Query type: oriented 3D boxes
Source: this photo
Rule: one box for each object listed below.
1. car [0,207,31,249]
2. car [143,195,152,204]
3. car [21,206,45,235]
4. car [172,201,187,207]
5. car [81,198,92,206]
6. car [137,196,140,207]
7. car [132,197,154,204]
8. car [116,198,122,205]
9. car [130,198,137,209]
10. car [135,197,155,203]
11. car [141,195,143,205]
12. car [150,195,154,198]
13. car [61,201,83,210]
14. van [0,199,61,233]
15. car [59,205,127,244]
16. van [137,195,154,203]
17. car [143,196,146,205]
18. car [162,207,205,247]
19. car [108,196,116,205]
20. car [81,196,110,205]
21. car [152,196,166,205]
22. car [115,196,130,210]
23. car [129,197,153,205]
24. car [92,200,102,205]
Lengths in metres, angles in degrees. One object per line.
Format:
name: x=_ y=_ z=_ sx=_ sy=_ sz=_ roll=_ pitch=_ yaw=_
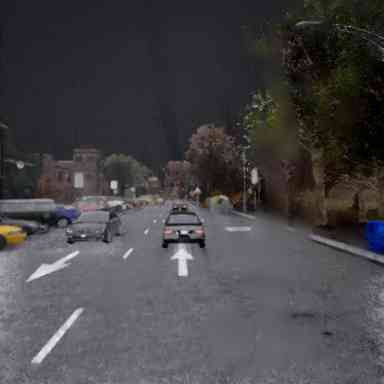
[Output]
car: x=-9.685 y=1.615 z=13.489 sx=5.366 sy=1.575 sz=1.946 roll=-1 pitch=-1 yaw=-22
car: x=-12.146 y=2.067 z=73.421 sx=4.892 sy=1.521 sz=2.231 roll=-1 pitch=-1 yaw=-22
car: x=-9.983 y=1.678 z=16.421 sx=4.674 sy=1.452 sz=2.002 roll=-1 pitch=-1 yaw=-22
car: x=-1.600 y=1.864 z=43.569 sx=1.895 sy=1.301 sz=4.718 roll=0 pitch=0 yaw=-3
car: x=-10.363 y=1.565 z=25.420 sx=4.553 sy=1.767 sz=2.185 roll=-1 pitch=-1 yaw=-22
car: x=-11.209 y=1.601 z=49.454 sx=5.566 sy=2.045 sz=2.435 roll=-1 pitch=-1 yaw=-22
car: x=-12.949 y=2.201 z=88.352 sx=5.366 sy=1.575 sz=1.946 roll=-1 pitch=0 yaw=-22
car: x=-10.751 y=1.794 z=37.445 sx=4.792 sy=1.488 sz=2.163 roll=-1 pitch=-1 yaw=-22
car: x=-10.935 y=1.823 z=46.503 sx=5.366 sy=1.575 sz=1.946 roll=-1 pitch=-1 yaw=-22
car: x=-12.930 y=2.198 z=91.424 sx=5.008 sy=1.535 sz=2.097 roll=-1 pitch=0 yaw=-23
car: x=-11.584 y=1.802 z=58.421 sx=4.553 sy=1.767 sz=2.185 roll=-1 pitch=-1 yaw=-22
car: x=-12.090 y=2.089 z=76.491 sx=5.366 sy=1.575 sz=1.946 roll=-1 pitch=-1 yaw=-22
car: x=-10.206 y=1.672 z=22.420 sx=5.008 sy=1.535 sz=2.097 roll=-1 pitch=0 yaw=-22
van: x=-10.208 y=1.431 z=19.373 sx=4.442 sy=1.987 sz=1.878 roll=-1 pitch=0 yaw=-22
car: x=-4.694 y=1.625 z=16.521 sx=1.837 sy=1.490 sz=4.892 roll=0 pitch=0 yaw=-2
van: x=-13.180 y=1.964 z=94.362 sx=4.442 sy=1.987 sz=1.878 roll=-1 pitch=1 yaw=-23
car: x=-11.637 y=1.982 z=61.440 sx=4.792 sy=1.488 sz=2.163 roll=-1 pitch=-1 yaw=-22
car: x=-0.409 y=1.635 z=15.466 sx=2.033 sy=1.411 sz=5.357 roll=0 pitch=0 yaw=-2
car: x=-10.635 y=1.618 z=34.434 sx=4.553 sy=1.767 sz=2.185 roll=-1 pitch=0 yaw=-22
car: x=-10.524 y=1.600 z=31.435 sx=4.553 sy=1.767 sz=2.185 roll=-1 pitch=0 yaw=-22
car: x=-6.680 y=2.019 z=69.707 sx=1.812 sy=1.442 sz=4.674 roll=0 pitch=-1 yaw=-2
car: x=-10.866 y=1.533 z=40.444 sx=5.566 sy=2.045 sz=2.435 roll=-1 pitch=-1 yaw=-22
car: x=-12.216 y=2.117 z=79.489 sx=5.366 sy=1.575 sz=1.946 roll=-1 pitch=-1 yaw=-22
car: x=-10.443 y=1.748 z=28.426 sx=4.674 sy=1.452 sz=2.002 roll=-1 pitch=-1 yaw=-22
